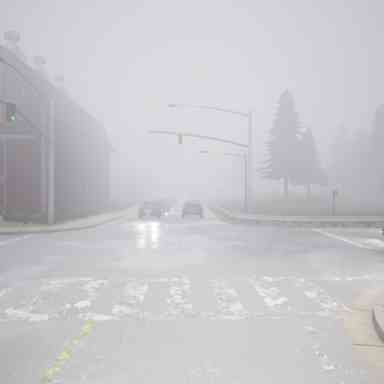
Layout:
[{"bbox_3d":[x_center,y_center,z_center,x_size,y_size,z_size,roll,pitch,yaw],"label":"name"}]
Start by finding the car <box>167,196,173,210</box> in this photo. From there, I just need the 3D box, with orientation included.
[{"bbox_3d":[-3.555,1.504,39.067,1.837,1.490,4.892,0,0,0],"label":"car"}]

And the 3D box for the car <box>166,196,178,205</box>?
[{"bbox_3d":[-3.486,1.476,59.820,1.882,1.535,5.008,0,0,0],"label":"car"}]

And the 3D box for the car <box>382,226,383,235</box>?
[{"bbox_3d":[10.868,1.536,14.811,4.181,1.385,1.994,0,0,-1],"label":"car"}]

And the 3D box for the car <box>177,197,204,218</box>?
[{"bbox_3d":[0.033,1.491,30.411,2.128,1.511,4.902,0,0,0],"label":"car"}]

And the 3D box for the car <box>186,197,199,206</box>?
[{"bbox_3d":[0.062,1.546,55.877,2.033,1.411,5.357,0,0,0],"label":"car"}]

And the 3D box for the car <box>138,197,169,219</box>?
[{"bbox_3d":[-3.568,1.491,29.596,2.128,1.511,4.902,0,0,0],"label":"car"}]

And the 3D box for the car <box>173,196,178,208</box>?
[{"bbox_3d":[-3.539,1.524,49.332,1.812,1.442,4.674,0,0,0],"label":"car"}]
